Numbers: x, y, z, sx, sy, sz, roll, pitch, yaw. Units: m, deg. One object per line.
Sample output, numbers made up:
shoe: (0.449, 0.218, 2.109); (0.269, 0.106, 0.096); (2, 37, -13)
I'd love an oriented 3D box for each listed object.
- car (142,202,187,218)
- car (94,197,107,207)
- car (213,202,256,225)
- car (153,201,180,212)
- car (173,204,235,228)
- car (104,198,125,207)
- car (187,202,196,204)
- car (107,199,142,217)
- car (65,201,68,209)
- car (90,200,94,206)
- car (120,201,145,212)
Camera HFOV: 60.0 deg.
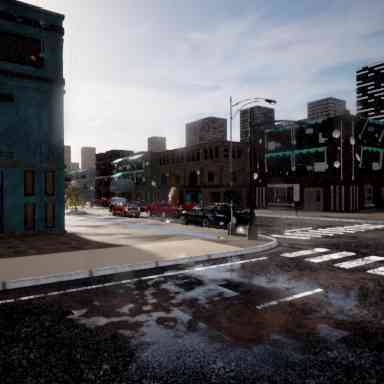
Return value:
car: (-2.987, 1.817, 34.616); (1.882, 1.535, 5.008); (-1, 0, -35)
car: (-16.306, 1.939, 63.420); (2.192, 1.841, 5.009); (-1, 0, -35)
car: (2.879, 1.701, 26.335); (1.882, 1.535, 5.008); (-1, 0, -35)
car: (-3.504, 1.965, 45.352); (1.802, 1.307, 4.206); (-1, 0, -35)
car: (0.776, 1.814, 24.595); (1.947, 1.339, 4.313); (-1, 0, -35)
car: (-9.291, 1.954, 43.542); (2.128, 1.511, 4.902); (-1, 0, -35)
car: (-0.306, 1.903, 40.835); (1.802, 1.307, 4.206); (-2, 0, -35)
car: (-7.147, 1.846, 35.990); (1.967, 1.590, 4.097); (-1, 0, -35)
car: (-23.041, 2.232, 58.437); (1.752, 1.417, 4.829); (-1, 0, -35)
car: (-19.500, 2.227, 67.938); (1.887, 1.381, 4.507); (-1, 0, -35)
car: (-8.628, 2.031, 48.120); (1.994, 1.385, 4.181); (-1, 0, -35)
